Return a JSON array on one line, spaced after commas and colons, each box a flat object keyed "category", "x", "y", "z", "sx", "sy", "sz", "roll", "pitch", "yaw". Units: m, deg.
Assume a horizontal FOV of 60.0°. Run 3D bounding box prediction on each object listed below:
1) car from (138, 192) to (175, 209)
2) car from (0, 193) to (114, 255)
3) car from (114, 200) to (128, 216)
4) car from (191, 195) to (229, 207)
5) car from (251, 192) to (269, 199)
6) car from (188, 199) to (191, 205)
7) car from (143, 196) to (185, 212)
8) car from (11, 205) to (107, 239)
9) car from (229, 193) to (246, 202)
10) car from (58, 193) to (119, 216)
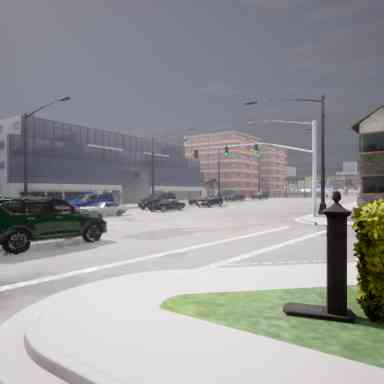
[{"category": "car", "x": -4.187, "y": 1.072, "z": 41.384, "sx": 2.150, "sy": 2.045, "sz": 5.566, "roll": 0, "pitch": 1, "yaw": 36}, {"category": "car", "x": -6.198, "y": 1.219, "z": 13.767, "sx": 2.150, "sy": 2.045, "sz": 5.566, "roll": 0, "pitch": 0, "yaw": 35}, {"category": "car", "x": -8.091, "y": 1.555, "z": 29.712, "sx": 1.895, "sy": 1.301, "sz": 4.718, "roll": 0, "pitch": 0, "yaw": 35}, {"category": "car", "x": 2.435, "y": 1.217, "z": 44.733, "sx": 2.128, "sy": 1.511, "sz": 4.902, "roll": 0, "pitch": 1, "yaw": 35}, {"category": "car", "x": 13.707, "y": 0.733, "z": 66.768, "sx": 2.033, "sy": 1.411, "sz": 5.357, "roll": 0, "pitch": 0, "yaw": 36}, {"category": "car", "x": 1.415, "y": 1.247, "z": 49.376, "sx": 1.895, "sy": 1.301, "sz": 4.718, "roll": 0, "pitch": 2, "yaw": 35}, {"category": "car", "x": -2.834, "y": 1.493, "z": 37.216, "sx": 1.895, "sy": 1.301, "sz": 4.718, "roll": 0, "pitch": 1, "yaw": 35}, {"category": "car", "x": -7.175, "y": 1.519, "z": 18.452, "sx": 1.812, "sy": 1.442, "sz": 4.674, "roll": 0, "pitch": 0, "yaw": 35}, {"category": "car", "x": 7.537, "y": 0.901, "z": 58.085, "sx": 2.033, "sy": 1.411, "sz": 5.357, "roll": 0, "pitch": 1, "yaw": 35}, {"category": "car", "x": -10.128, "y": 1.171, "z": 32.910, "sx": 2.150, "sy": 2.045, "sz": 5.566, "roll": 0, "pitch": 0, "yaw": 35}]
